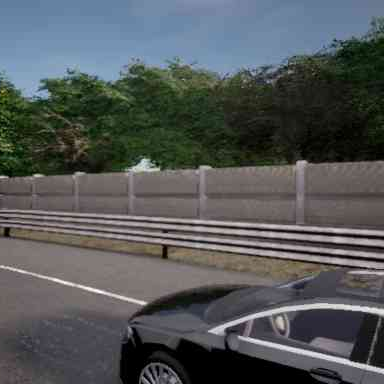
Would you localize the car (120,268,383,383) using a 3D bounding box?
[{"bbox_3d":[1.448,1.492,2.955,4.902,1.511,2.128,0,0,35],"label":"car"}]
